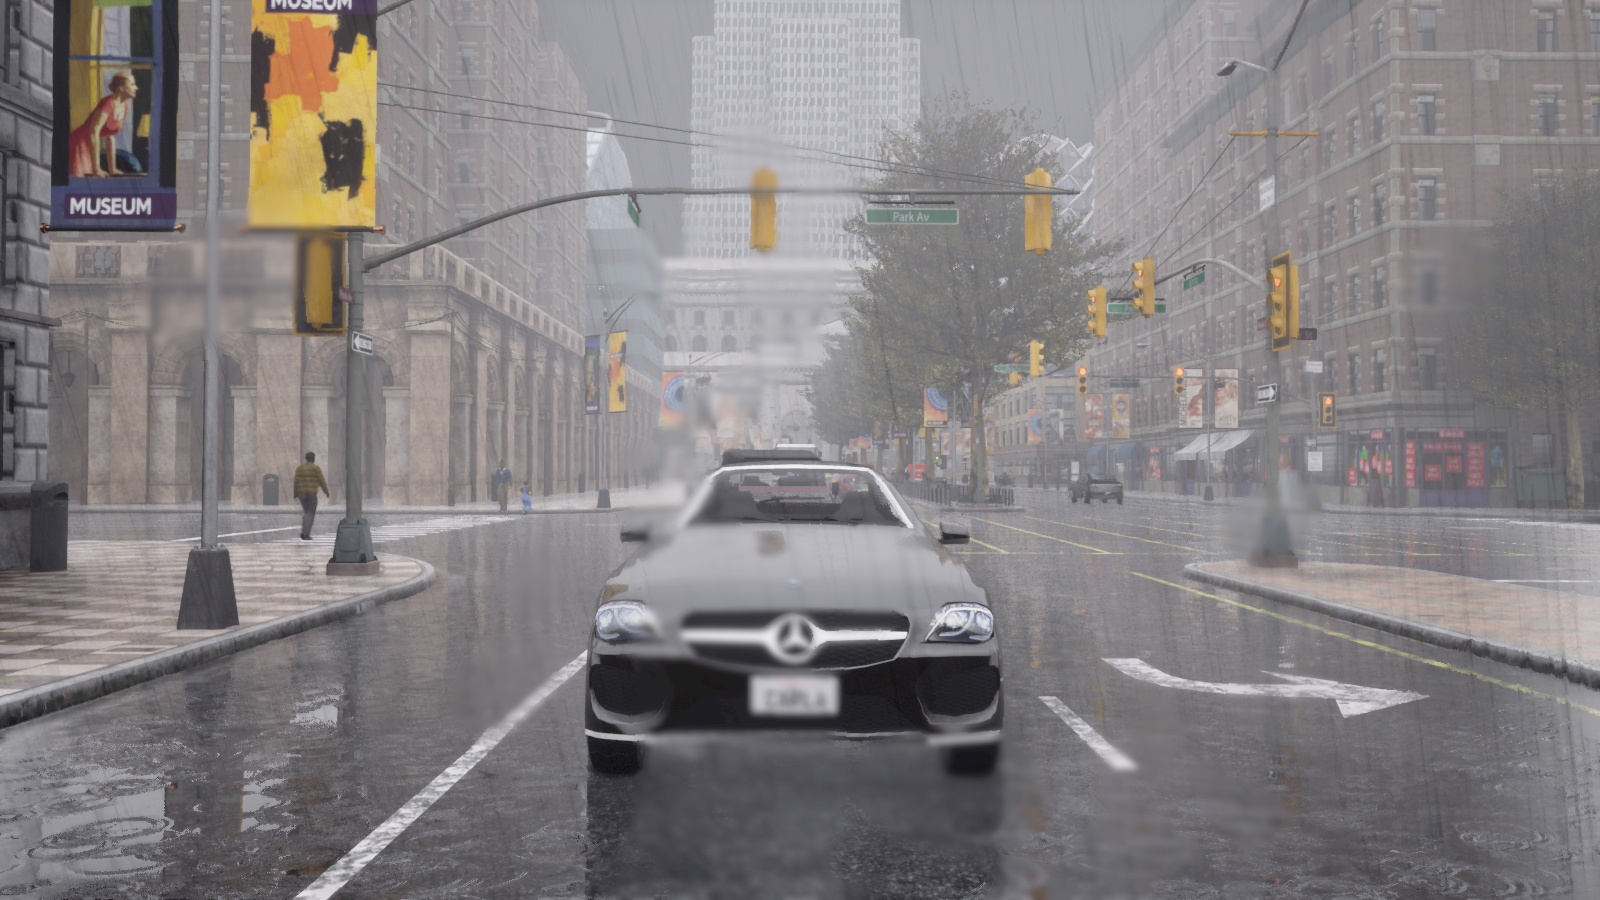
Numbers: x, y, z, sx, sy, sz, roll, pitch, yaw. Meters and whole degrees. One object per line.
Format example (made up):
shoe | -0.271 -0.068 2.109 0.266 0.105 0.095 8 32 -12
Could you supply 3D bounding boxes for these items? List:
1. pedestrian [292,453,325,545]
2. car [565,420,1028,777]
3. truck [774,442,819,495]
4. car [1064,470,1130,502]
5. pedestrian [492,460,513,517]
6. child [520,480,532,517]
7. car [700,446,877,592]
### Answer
pedestrian | -9.933 0.979 25.384 0.370 1.835 0.726 0 -1 1
car | -0.025 0.733 8.363 2.152 1.651 5.027 0 -1 0
truck | -0.243 1.268 85.598 2.891 3.462 7.936 0 -1 0
car | 14.824 1.767 63.043 2.128 1.511 4.902 0 -1 0
pedestrian | -10.333 1.332 43.623 0.423 1.949 0.788 0 -1 11
child | -9.410 1.659 43.151 0.270 1.263 0.437 0 -1 9
car | -0.294 0.918 18.273 1.905 1.878 3.866 0 -1 -11
